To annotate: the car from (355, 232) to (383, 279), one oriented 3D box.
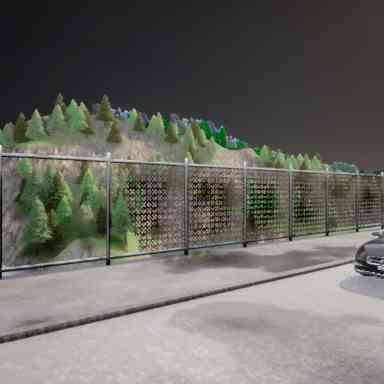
[{"bbox_3d":[6.390,1.504,9.116,4.892,1.490,1.837,0,0,-35],"label":"car"}]
